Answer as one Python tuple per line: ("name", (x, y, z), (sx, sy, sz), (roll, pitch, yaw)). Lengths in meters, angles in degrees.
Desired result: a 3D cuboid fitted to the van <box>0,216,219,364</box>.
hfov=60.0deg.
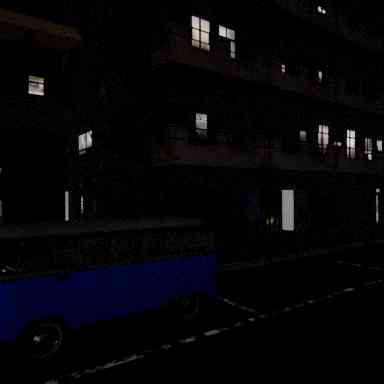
("van", (-1.417, 1.341, 5.554), (3.998, 1.788, 1.690), (0, 0, -35))
